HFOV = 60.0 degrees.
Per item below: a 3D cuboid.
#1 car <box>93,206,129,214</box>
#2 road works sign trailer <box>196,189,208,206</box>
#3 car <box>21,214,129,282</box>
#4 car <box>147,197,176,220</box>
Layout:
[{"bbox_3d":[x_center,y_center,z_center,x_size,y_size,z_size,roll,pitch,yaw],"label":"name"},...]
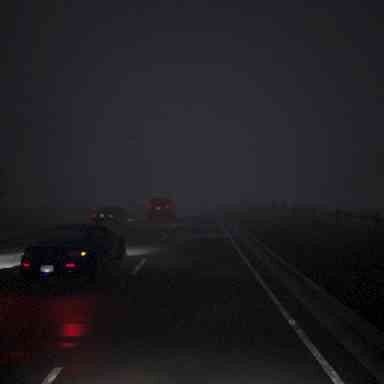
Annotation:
[{"bbox_3d":[-6.415,1.795,26.536,2.033,1.411,5.357,0,0,2],"label":"car"},{"bbox_3d":[2.074,1.095,68.015,2.380,3.560,2.880,0,-1,7],"label":"road works sign trailer"},{"bbox_3d":[-3.313,1.619,9.986,1.812,1.442,4.674,0,-1,1],"label":"car"},{"bbox_3d":[-2.790,1.511,31.162,2.150,2.045,5.566,0,-1,2],"label":"car"}]
